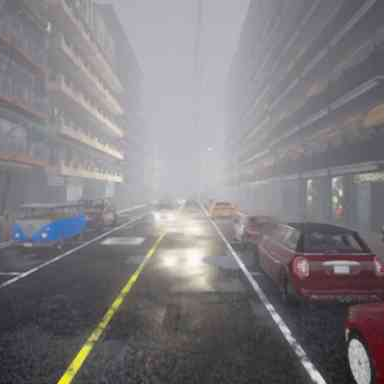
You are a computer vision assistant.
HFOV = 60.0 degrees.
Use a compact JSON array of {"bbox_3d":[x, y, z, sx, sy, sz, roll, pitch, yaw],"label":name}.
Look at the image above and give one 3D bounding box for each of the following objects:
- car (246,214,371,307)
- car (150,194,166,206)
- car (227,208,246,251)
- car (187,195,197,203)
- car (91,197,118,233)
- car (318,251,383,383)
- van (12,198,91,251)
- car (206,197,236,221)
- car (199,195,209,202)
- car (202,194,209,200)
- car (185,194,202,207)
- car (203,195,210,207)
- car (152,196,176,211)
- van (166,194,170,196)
[{"bbox_3d":[2.691,1.412,7.927,1.967,1.590,4.097,0,0,0],"label":"car"},{"bbox_3d":[-5.677,1.419,53.077,1.752,1.417,4.829,0,0,0],"label":"car"},{"bbox_3d":[2.693,1.536,13.591,1.802,1.307,4.206,0,0,0],"label":"car"},{"bbox_3d":[0.020,1.415,64.920,1.812,1.442,4.674,0,0,0],"label":"car"},{"bbox_3d":[-5.687,1.258,19.274,2.192,1.841,5.009,0,0,0],"label":"car"},{"bbox_3d":[2.690,1.536,2.267,1.887,1.381,4.507,0,0,0],"label":"car"},{"bbox_3d":[-5.687,1.296,13.614,1.690,1.788,3.998,0,0,0],"label":"van"},{"bbox_3d":[2.367,1.407,26.538,1.882,1.535,5.008,0,0,0],"label":"car"},{"bbox_3d":[2.709,1.443,75.868,2.008,1.369,4.403,0,0,0],"label":"car"},{"bbox_3d":[2.702,1.443,47.563,1.887,1.381,4.507,0,0,0],"label":"car"},{"bbox_3d":[0.038,1.390,47.606,2.128,1.511,4.902,0,0,0],"label":"car"},{"bbox_3d":[2.701,1.451,41.898,1.887,1.381,4.507,0,0,0],"label":"car"},{"bbox_3d":[-3.082,1.513,38.515,1.895,1.301,4.718,0,0,0],"label":"car"},{"bbox_3d":[-5.675,1.230,64.570,1.690,1.788,3.998,0,0,0],"label":"van"}]
